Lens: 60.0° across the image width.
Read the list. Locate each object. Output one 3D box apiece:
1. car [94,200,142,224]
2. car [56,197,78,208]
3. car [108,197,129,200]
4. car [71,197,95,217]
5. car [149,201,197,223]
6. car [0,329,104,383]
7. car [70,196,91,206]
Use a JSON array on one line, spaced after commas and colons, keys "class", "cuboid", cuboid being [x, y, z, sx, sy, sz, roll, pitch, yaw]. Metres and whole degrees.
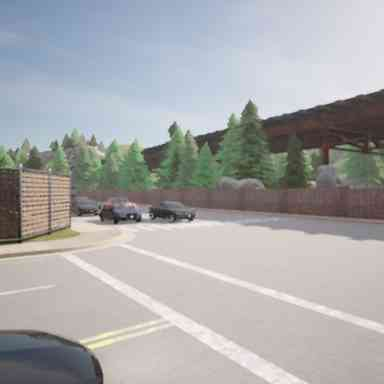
[{"class": "car", "cuboid": [-5.354, 1.540, 24.747, 1.994, 1.385, 4.181, 0, 0, -36]}, {"class": "car", "cuboid": [-18.302, 1.532, 48.631, 1.994, 1.385, 4.181, 0, 0, -36]}, {"class": "car", "cuboid": [-7.096, 1.319, 33.116, 2.097, 1.767, 4.553, 0, 0, -36]}, {"class": "car", "cuboid": [-10.381, 1.481, 31.686, 1.837, 1.490, 4.892, 0, 0, -36]}, {"class": "car", "cuboid": [-1.592, 1.474, 25.512, 1.837, 1.490, 4.892, 0, 0, -36]}, {"class": "car", "cuboid": [-2.790, 1.529, 1.754, 4.674, 1.442, 1.812, 0, 0, -36]}, {"class": "car", "cuboid": [-18.594, 1.437, 55.275, 1.882, 1.535, 5.008, 0, 0, -36]}]
